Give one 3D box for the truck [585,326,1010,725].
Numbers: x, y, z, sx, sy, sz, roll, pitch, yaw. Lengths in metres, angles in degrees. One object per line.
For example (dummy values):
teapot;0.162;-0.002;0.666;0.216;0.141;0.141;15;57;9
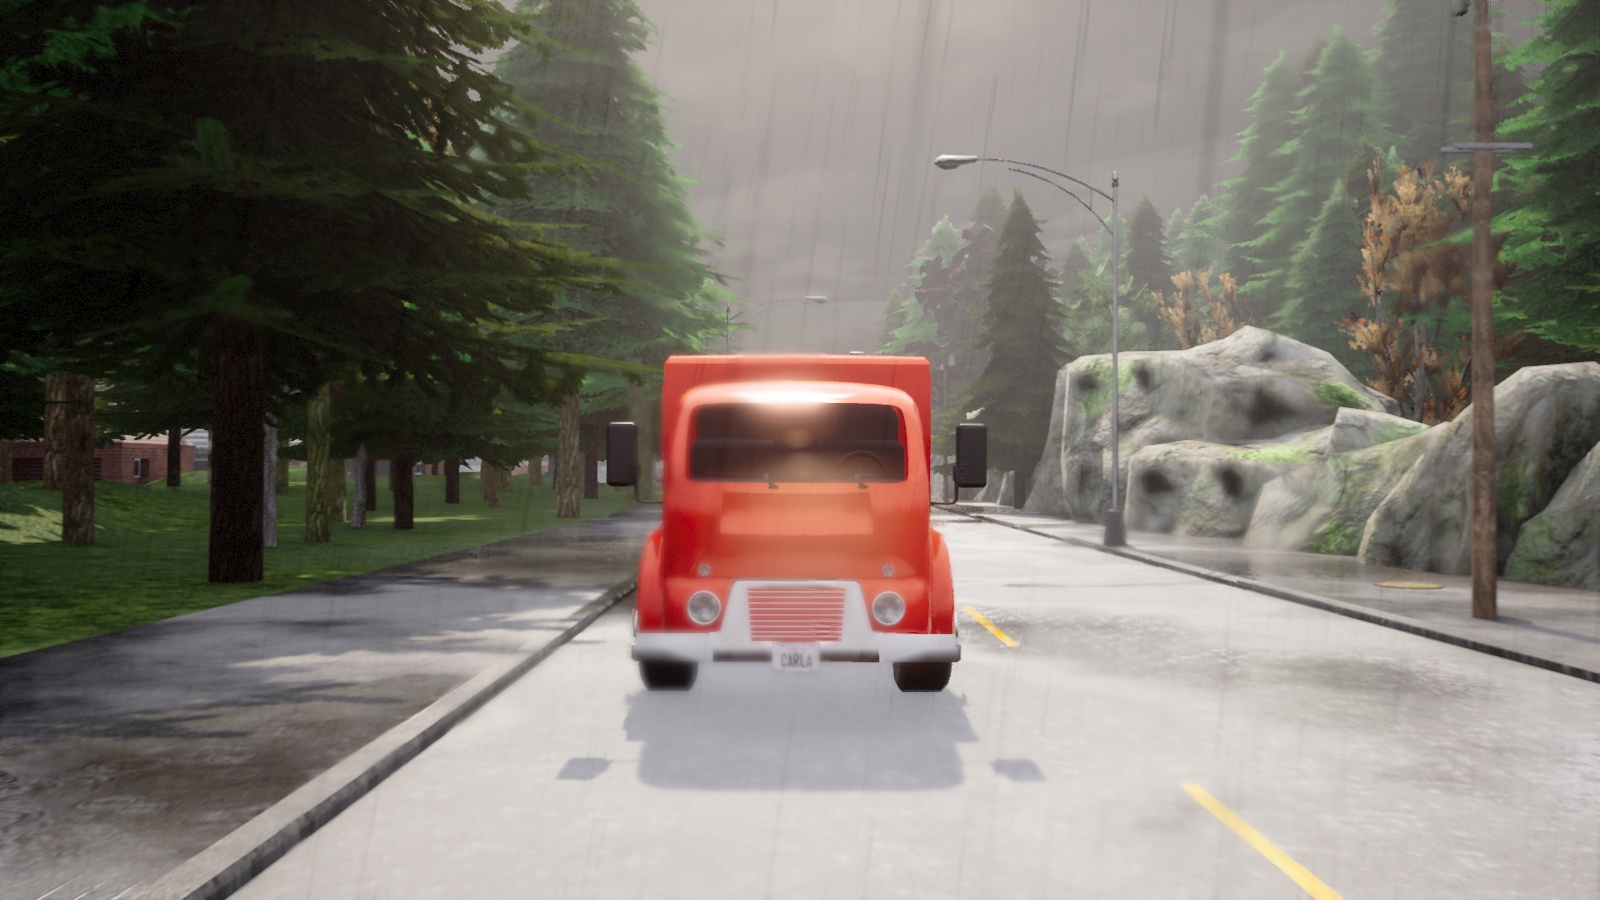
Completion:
truck;-0.027;0.499;10.393;2.627;2.467;5.204;0;-1;0
